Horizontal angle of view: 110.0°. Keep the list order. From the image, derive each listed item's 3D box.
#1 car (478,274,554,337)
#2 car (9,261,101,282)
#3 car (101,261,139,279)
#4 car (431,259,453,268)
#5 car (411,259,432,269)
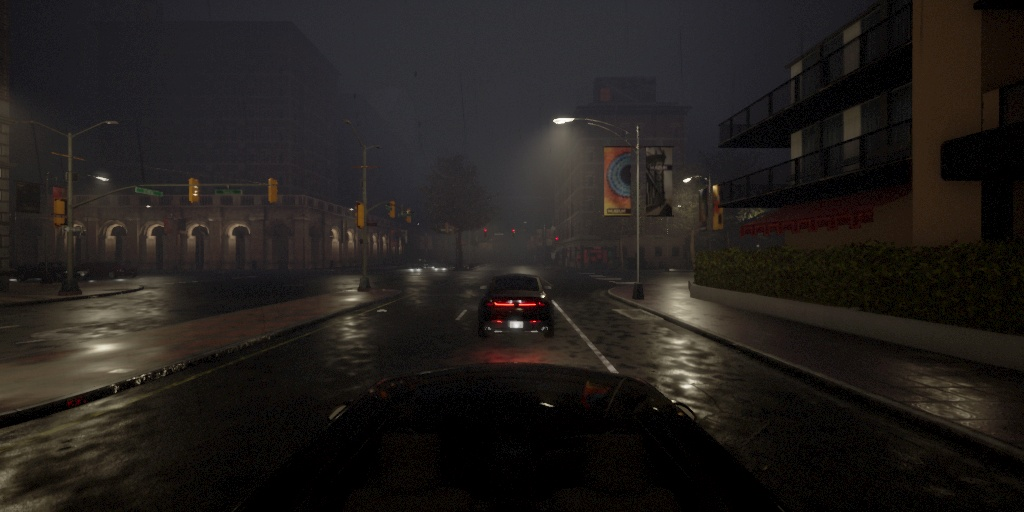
[{"bbox_3d":[0.109,1.255,10.259,1.837,1.490,4.892,0,0,0],"label":"car"},{"bbox_3d":[-36.930,1.241,28.810,4.902,1.511,2.128,0,0,0],"label":"car"},{"bbox_3d":[-36.674,1.228,32.310,5.008,1.535,1.882,0,0,0],"label":"car"},{"bbox_3d":[-11.352,1.314,58.657,1.994,1.385,4.181,0,0,0],"label":"car"},{"bbox_3d":[-14.857,1.241,57.885,2.128,1.511,4.902,0,0,0],"label":"car"}]
